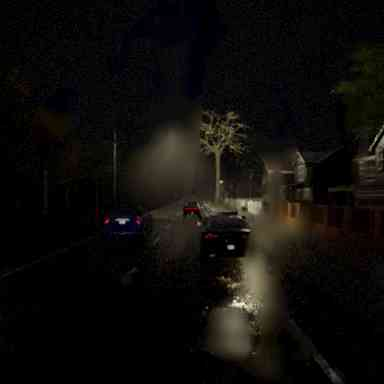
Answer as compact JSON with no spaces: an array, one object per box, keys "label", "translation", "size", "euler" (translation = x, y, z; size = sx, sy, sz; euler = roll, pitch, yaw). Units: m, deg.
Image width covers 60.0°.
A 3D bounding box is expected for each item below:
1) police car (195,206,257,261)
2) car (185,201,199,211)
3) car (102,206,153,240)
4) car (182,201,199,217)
[{"label":"police car","translation":[1.224,1.547,13.011],"size":[1.930,1.638,5.238],"euler":[0,-1,0]},{"label":"car","translation":[0.005,2.033,48.277],"size":[1.994,1.385,4.181],"euler":[0,-1,0]},{"label":"car","translation":[-3.402,1.524,18.383],"size":[2.097,1.767,4.553],"euler":[0,-1,0]},{"label":"car","translation":[0.040,1.852,35.970],"size":[1.837,1.490,4.892],"euler":[0,0,0]}]
